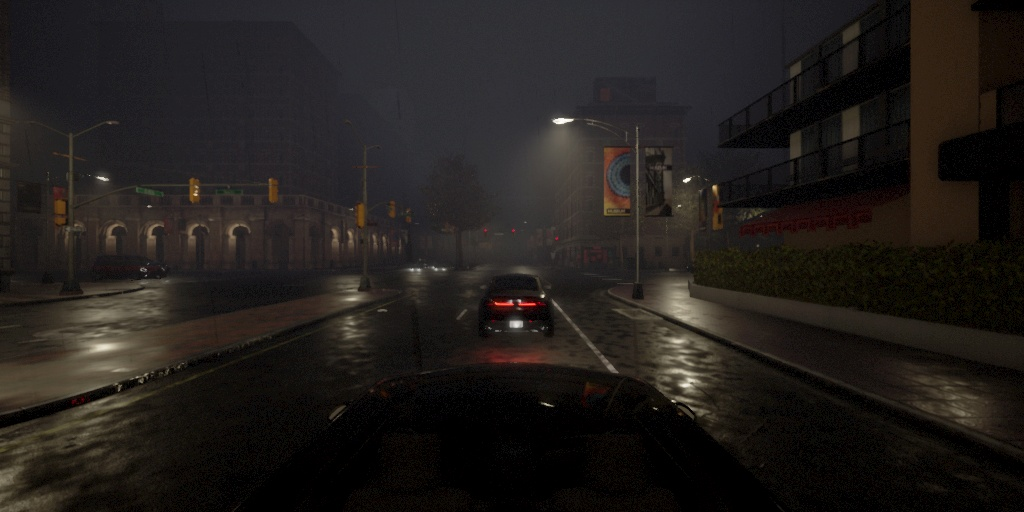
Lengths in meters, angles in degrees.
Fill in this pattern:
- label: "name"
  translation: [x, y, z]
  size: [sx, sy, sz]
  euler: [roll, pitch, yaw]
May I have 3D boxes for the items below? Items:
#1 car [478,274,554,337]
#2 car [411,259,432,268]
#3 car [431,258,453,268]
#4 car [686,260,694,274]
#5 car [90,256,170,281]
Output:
- label: "car"
  translation: [0.109, 1.252, 10.304]
  size: [1.837, 1.490, 4.892]
  euler: [0, 0, 0]
- label: "car"
  translation: [-14.862, 1.220, 57.928]
  size: [2.128, 1.511, 4.902]
  euler: [0, 0, 0]
- label: "car"
  translation: [-11.357, 1.293, 58.700]
  size: [1.994, 1.385, 4.181]
  euler: [0, 0, 0]
- label: "car"
  translation: [21.863, 1.337, 39.565]
  size: [4.718, 1.301, 1.895]
  euler: [0, 0, 0]
- label: "car"
  translation: [-30.731, 1.092, 28.857]
  size: [4.553, 1.767, 2.097]
  euler: [0, 0, 0]
